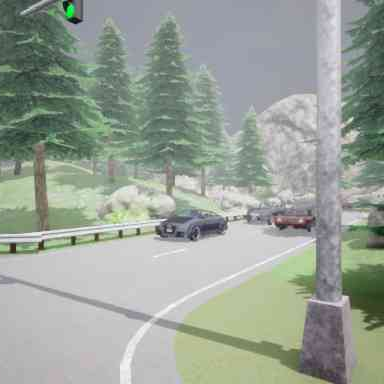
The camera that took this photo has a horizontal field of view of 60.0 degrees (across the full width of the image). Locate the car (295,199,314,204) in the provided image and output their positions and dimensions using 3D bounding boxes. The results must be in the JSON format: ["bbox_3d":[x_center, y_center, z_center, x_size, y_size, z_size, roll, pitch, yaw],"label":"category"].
[{"bbox_3d":[11.314,1.520,33.658,1.837,1.490,4.892,0,0,28],"label":"car"}]

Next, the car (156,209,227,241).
[{"bbox_3d":[0.090,1.579,16.910,1.994,1.385,4.181,0,0,35],"label":"car"}]

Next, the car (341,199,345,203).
[{"bbox_3d":[19.463,1.623,44.679,1.895,1.301,4.718,0,0,-4],"label":"car"}]

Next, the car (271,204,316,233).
[{"bbox_3d":[6.677,1.640,20.114,1.895,1.301,4.718,0,0,35],"label":"car"}]

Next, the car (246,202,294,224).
[{"bbox_3d":[5.733,1.507,25.100,2.128,1.511,4.902,0,0,35],"label":"car"}]
